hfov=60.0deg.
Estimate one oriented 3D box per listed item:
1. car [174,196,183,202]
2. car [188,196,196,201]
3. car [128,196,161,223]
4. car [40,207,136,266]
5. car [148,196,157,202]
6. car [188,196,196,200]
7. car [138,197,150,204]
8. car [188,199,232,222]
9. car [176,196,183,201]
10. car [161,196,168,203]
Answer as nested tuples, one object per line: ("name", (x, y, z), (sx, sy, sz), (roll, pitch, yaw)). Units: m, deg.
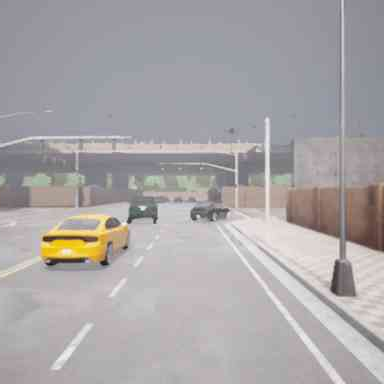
("car", (-3.488, 1.858, 83.534), (1.895, 1.301, 4.718), (0, 0, 0))
("car", (0.013, 1.823, 93.496), (2.128, 1.511, 4.902), (0, 0, 0))
("car", (-3.903, 1.294, 26.439), (2.150, 2.045, 5.566), (0, 1, -8))
("car", (-3.463, 1.516, 11.717), (1.882, 1.535, 5.008), (0, 0, 1))
("car", (-10.487, 1.819, 88.231), (1.994, 1.385, 4.181), (0, 0, 0))
("car", (0.012, 1.857, 83.169), (1.895, 1.301, 4.718), (0, 0, 0))
("car", (-10.490, 1.784, 72.556), (1.994, 1.385, 4.181), (0, 0, 0))
("car", (1.639, 1.575, 27.239), (1.837, 1.490, 4.892), (-1, 0, 29))
("car", (-3.487, 1.893, 93.526), (1.895, 1.301, 4.718), (0, 0, 0))
("car", (-6.990, 1.587, 72.582), (2.097, 1.767, 4.553), (0, 0, 0))
